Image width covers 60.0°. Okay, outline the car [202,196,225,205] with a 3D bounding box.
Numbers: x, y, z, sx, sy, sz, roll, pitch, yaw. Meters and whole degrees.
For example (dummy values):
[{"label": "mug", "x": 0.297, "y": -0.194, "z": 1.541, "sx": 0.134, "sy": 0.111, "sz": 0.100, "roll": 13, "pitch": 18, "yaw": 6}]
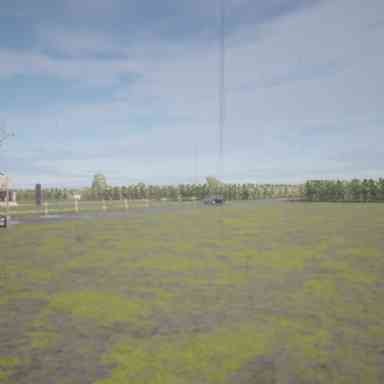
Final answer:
[{"label": "car", "x": 3.660, "y": 1.386, "z": 54.997, "sx": 1.837, "sy": 1.490, "sz": 4.892, "roll": -1, "pitch": -1, "yaw": 37}]
